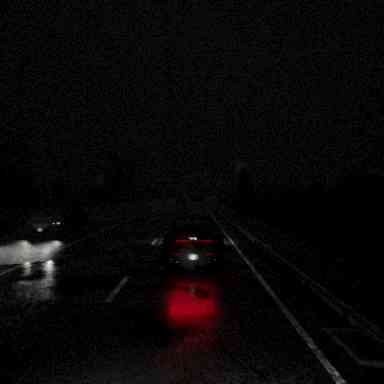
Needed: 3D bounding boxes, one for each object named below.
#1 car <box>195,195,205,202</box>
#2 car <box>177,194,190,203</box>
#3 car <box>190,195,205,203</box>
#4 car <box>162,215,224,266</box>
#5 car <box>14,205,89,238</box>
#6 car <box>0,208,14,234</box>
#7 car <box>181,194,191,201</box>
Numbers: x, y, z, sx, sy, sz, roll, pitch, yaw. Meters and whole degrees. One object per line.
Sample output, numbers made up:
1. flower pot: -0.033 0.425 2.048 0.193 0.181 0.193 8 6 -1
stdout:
1. car: 2.066 1.544 81.706 2.128 1.511 4.902 0 0 5
2. car: -2.200 1.545 71.272 2.033 1.411 5.357 0 0 4
3. car: 1.321 1.367 71.482 2.097 1.767 4.553 0 0 4
4. car: 0.042 1.548 11.506 1.837 1.490 4.892 0 0 0
5. car: -7.015 1.483 17.853 2.128 1.511 4.902 0 0 1
6. car: -10.518 1.586 18.066 1.895 1.301 4.718 0 0 0
7. car: -1.457 1.296 81.569 2.097 1.767 4.553 0 0 5
